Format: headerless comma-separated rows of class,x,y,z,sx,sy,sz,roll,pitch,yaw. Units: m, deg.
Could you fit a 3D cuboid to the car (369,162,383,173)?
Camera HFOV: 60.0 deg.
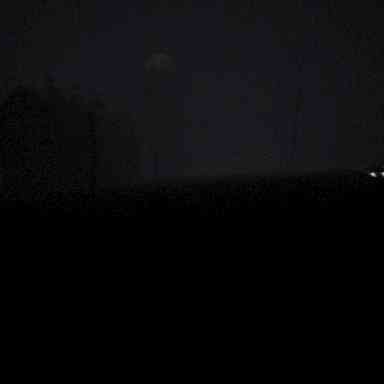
car,29.628,-4.001,53.462,1.882,1.535,5.008,0,5,23
